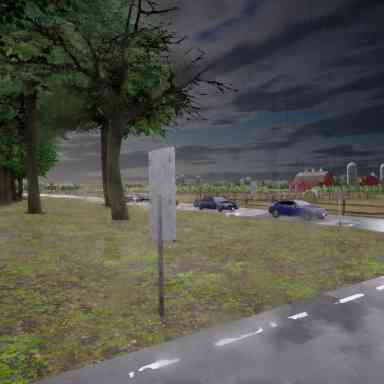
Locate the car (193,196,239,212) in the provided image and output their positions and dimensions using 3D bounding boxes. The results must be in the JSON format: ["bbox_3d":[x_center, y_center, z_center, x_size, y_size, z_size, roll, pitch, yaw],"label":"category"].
[{"bbox_3d":[2.266,1.142,33.072,2.033,1.411,5.357,-1,2,-36],"label":"car"}]

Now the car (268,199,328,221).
[{"bbox_3d":[7.903,1.277,25.233,1.812,1.442,4.674,-1,2,-35],"label":"car"}]

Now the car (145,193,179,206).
[{"bbox_3d":[-3.505,0.800,41.080,2.097,1.767,4.553,-1,1,-36],"label":"car"}]

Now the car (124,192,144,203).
[{"bbox_3d":[-9.536,0.800,49.511,2.128,1.511,4.902,-1,1,-36],"label":"car"}]
